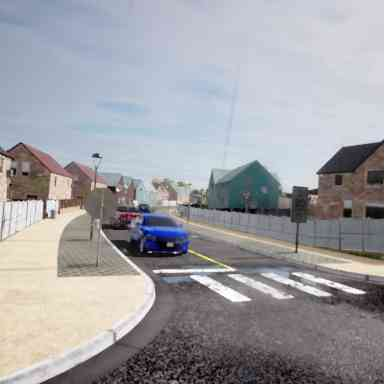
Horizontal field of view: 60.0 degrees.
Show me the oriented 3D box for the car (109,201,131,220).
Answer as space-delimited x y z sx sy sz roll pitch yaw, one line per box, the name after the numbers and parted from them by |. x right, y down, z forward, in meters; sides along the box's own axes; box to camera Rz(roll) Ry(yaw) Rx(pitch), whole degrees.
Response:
-7.788 1.983 35.996 2.097 1.767 4.553 4 -2 -12 | car

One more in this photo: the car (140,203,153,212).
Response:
-8.278 2.864 60.341 1.994 1.385 4.181 4 -2 -4 | car

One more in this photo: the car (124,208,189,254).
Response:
-1.602 1.735 14.890 1.882 1.535 5.008 4 -2 -19 | car

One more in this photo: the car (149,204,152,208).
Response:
-7.217 2.426 49.608 2.097 1.767 4.553 4 -2 -8 | car

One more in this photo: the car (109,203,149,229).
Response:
-4.857 1.778 24.728 2.097 1.767 4.553 4 -2 -16 | car
